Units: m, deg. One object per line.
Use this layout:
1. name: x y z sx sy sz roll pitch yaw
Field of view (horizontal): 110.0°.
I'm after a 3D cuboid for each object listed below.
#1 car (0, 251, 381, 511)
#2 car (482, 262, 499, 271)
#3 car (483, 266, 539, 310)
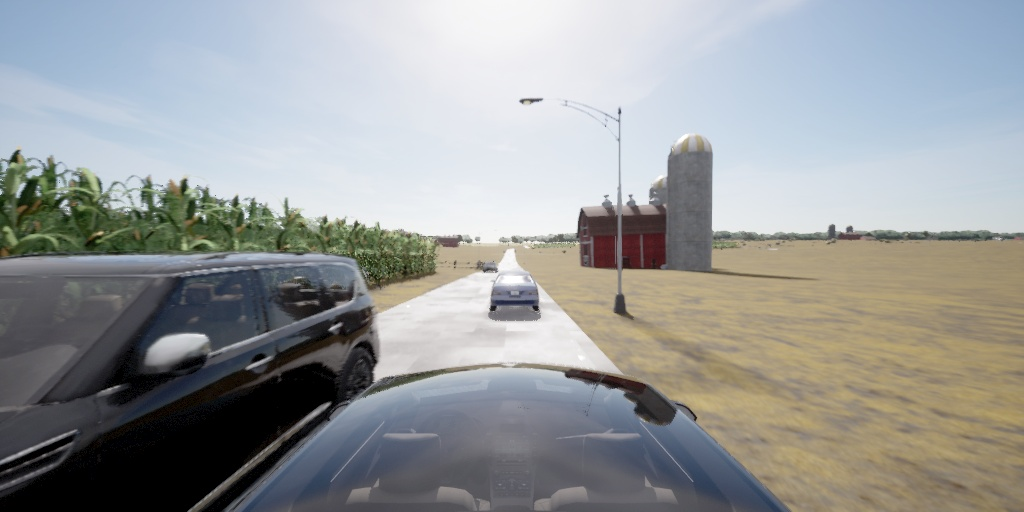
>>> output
1. car: -2.848 0.971 2.689 2.150 2.045 5.566 0 0 0
2. car: -2.755 1.480 46.638 1.837 1.490 4.892 0 0 0
3. car: 0.097 1.307 14.686 2.033 1.411 5.357 0 0 0
